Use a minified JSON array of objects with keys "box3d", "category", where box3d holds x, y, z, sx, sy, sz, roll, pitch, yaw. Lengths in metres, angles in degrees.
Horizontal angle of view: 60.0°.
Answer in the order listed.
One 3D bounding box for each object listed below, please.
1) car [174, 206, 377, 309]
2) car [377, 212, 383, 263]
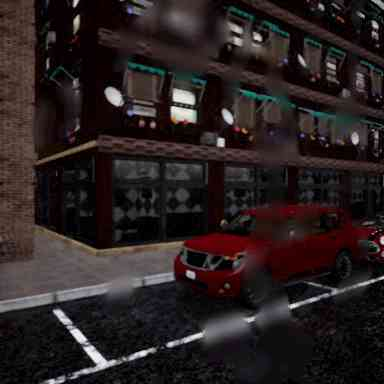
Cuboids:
[{"box3d":[2.028,1.296,7.999,5.009,1.841,2.192,0,0,-35],"category":"car"},{"box3d":[6.617,1.405,11.270,4.097,1.590,1.967,0,0,-35],"category":"car"}]
